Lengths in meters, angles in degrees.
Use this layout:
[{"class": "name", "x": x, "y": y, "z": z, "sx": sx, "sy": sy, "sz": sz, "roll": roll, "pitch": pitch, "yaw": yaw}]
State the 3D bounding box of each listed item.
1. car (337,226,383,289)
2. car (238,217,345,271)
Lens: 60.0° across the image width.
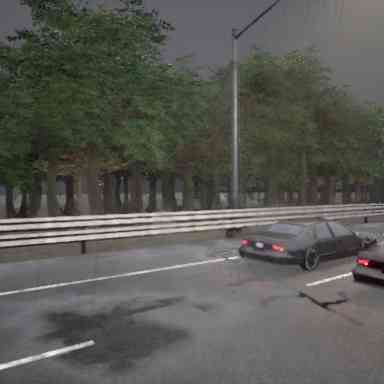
[{"class": "car", "x": 6.019, "y": 1.545, "z": 8.040, "sx": 5.357, "sy": 1.411, "sz": 2.033, "roll": 0, "pitch": 0, "yaw": -36}, {"class": "car", "x": 3.948, "y": 1.546, "z": 10.862, "sx": 5.357, "sy": 1.411, "sz": 2.033, "roll": 0, "pitch": 0, "yaw": -36}]
